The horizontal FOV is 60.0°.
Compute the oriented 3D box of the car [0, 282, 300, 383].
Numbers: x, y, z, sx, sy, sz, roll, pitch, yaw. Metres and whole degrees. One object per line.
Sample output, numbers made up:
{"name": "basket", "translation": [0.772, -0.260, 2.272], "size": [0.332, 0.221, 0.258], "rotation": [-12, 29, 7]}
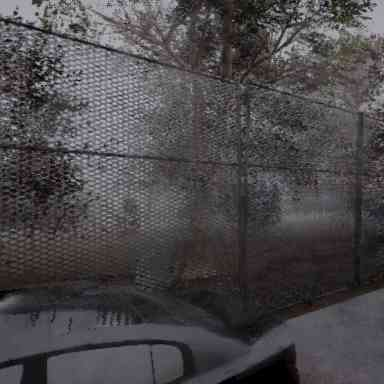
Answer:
{"name": "car", "translation": [-1.433, 1.478, 2.047], "size": [5.008, 1.535, 1.882], "rotation": [0, 0, -36]}
